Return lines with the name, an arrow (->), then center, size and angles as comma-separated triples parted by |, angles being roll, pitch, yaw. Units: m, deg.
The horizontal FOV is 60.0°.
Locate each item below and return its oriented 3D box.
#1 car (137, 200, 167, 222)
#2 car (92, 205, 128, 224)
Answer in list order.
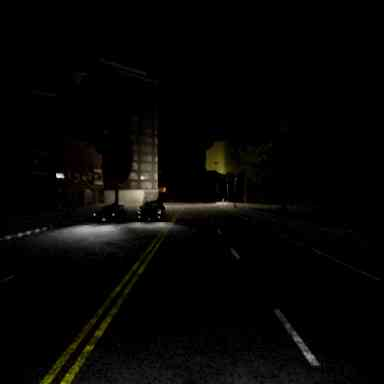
car -> -3.348, 1.542, 28.227 | 2.097, 1.767, 4.553 | 0, 0, 0
car -> -6.600, 1.782, 27.135 | 1.895, 1.301, 4.718 | 0, 0, 0
